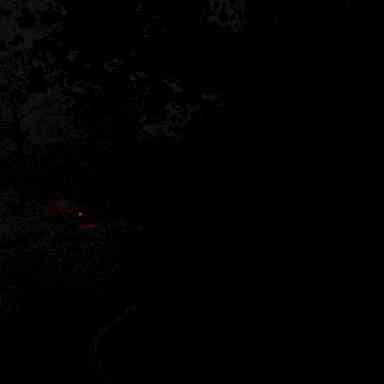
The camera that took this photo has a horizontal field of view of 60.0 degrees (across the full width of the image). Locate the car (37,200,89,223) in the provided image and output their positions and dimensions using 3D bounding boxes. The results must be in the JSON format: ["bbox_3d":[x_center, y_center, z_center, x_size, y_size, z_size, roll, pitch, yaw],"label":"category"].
[{"bbox_3d":[-9.418,1.320,24.175,5.008,1.535,1.882,1,0,42],"label":"car"}]
